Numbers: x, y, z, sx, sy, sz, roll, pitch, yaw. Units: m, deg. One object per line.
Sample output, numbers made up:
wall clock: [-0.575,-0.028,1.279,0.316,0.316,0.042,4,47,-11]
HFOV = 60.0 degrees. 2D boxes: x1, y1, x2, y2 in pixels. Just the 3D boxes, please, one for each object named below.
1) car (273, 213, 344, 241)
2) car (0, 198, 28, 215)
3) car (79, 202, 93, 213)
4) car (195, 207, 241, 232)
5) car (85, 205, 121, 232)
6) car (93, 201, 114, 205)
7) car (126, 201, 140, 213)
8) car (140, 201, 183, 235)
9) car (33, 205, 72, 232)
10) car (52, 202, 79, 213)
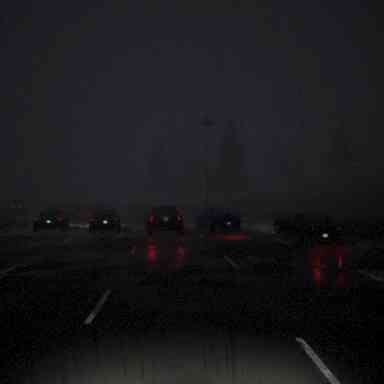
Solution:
car: [5.939,1.766,17.697,1.895,1.301,4.718,0,-1,-7]
car: [-22.593,1.801,41.562,5.566,2.045,2.150,0,-1,39]
car: [-15.973,2.058,45.022,5.008,1.535,1.882,0,-1,42]
car: [1.589,1.712,21.900,1.882,1.535,5.008,0,-1,-13]
car: [-5.832,1.841,22.304,1.994,1.385,4.181,0,-1,-15]
car: [-12.905,2.081,47.161,4.902,1.511,2.128,-1,-1,45]
car: [-7.362,2.030,46.509,1.882,1.535,5.008,0,-1,-43]
car: [-1.922,1.593,20.944,2.097,1.767,4.553,0,-1,-12]
car: [-9.622,1.867,22.866,1.994,1.385,4.181,0,-1,-17]
car: [-16.240,2.080,40.509,2.033,1.411,5.357,0,-1,-44]
